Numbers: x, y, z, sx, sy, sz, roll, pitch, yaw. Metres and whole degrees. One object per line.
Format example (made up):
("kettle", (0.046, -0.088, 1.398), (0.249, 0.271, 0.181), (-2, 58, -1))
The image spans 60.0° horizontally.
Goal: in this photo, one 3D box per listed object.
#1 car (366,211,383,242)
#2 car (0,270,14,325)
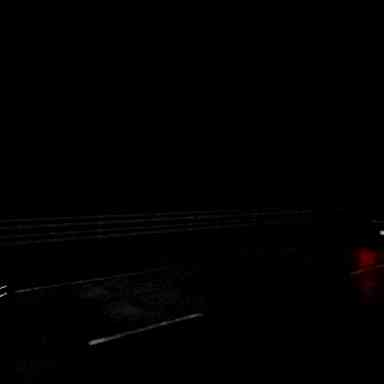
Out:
("car", (9.807, 1.487, 15.049), (4.902, 1.511, 2.128), (1, -1, -36))
("car", (-5.154, 1.458, 4.362), (5.008, 1.535, 1.882), (1, -1, -36))
